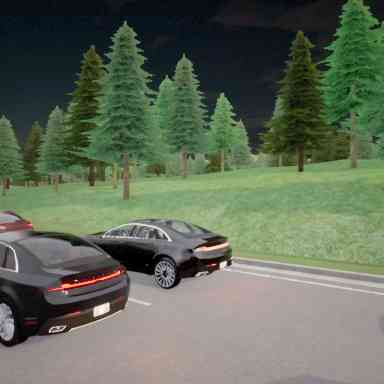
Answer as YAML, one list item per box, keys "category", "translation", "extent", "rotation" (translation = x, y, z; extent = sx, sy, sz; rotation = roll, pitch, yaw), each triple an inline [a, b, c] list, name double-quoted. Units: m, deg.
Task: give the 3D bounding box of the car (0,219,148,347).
- category: "car"
  translation: [-3.315, 1.505, 6.373]
  extent: [4.892, 1.490, 1.837]
  rotation: [0, 0, 36]

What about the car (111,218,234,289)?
- category: "car"
  translation: [-1.242, 1.492, 9.197]
  extent: [4.902, 1.511, 2.128]
  rotation: [0, 0, 35]

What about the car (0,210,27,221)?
- category: "car"
  translation: [-8.743, 1.526, 14.567]
  extent: [4.674, 1.442, 1.812]
  rotation: [0, 0, 36]
